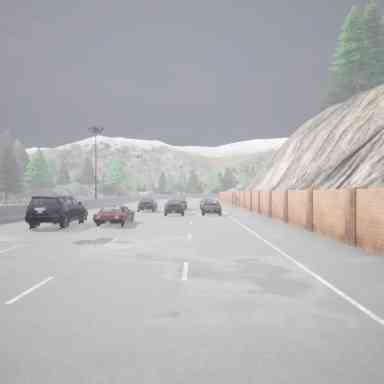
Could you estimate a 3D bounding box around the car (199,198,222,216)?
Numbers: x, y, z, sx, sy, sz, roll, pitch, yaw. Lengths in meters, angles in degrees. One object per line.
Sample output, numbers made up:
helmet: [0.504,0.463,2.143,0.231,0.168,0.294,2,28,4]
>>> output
car: [1.849,1.491,32.722,2.128,1.511,4.902,0,0,0]

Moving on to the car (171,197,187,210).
car: [-1.571,1.478,42.891,1.882,1.535,5.008,0,0,0]

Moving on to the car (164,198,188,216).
car: [-1.653,1.505,32.451,1.837,1.490,4.892,0,0,0]

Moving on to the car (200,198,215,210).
car: [1.927,1.526,42.802,1.812,1.442,4.674,0,0,1]

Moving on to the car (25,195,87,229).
car: [-8.738,1.223,21.870,2.150,2.045,5.566,0,0,0]

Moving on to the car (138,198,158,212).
car: [-5.104,1.504,38.751,1.837,1.490,4.892,0,0,0]

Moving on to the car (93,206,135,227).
car: [-5.229,1.600,22.951,1.895,1.301,4.718,0,0,0]
